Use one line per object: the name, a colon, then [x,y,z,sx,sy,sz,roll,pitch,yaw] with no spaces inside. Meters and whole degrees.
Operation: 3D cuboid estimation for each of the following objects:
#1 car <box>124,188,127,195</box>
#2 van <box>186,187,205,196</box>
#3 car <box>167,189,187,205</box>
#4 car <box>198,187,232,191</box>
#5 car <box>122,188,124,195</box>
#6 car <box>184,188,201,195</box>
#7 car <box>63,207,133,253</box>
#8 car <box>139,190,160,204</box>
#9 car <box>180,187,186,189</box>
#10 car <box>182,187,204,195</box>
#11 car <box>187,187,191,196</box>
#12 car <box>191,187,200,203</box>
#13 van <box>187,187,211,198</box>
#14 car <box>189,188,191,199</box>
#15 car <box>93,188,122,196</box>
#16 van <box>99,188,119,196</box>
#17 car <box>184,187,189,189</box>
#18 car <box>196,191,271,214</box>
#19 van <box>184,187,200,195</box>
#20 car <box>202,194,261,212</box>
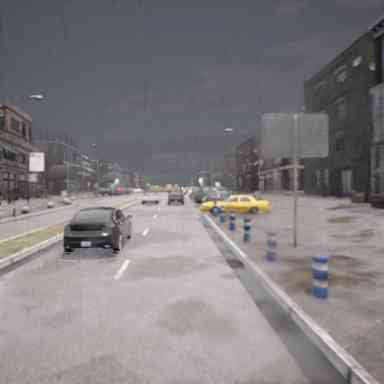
car: [-20.160,-0.064,84.797,5.566,2.045,2.435,0,1,-3]
van: [0.774,-0.102,80.376,4.442,1.987,1.878,0,1,-3]
car: [-1.820,0.677,38.183,1.837,1.490,4.892,0,1,-2]
car: [3.111,0.663,30.816,4.553,1.767,2.185,0,1,-3]
car: [-19.981,0.248,82.153,4.792,1.488,2.163,0,1,-3]
car: [0.137,-0.133,91.393,4.553,1.767,2.185,0,1,-3]
car: [-3.472,1.324,12.873,1.837,1.490,4.892,0,1,-3]
car: [-4.894,0.757,39.824,1.895,1.301,4.718,0,1,-3]
car: [-2.386,0.486,48.456,2.128,1.511,4.902,0,1,-3]
car: [0.215,-0.223,88.633,5.566,2.045,2.435,0,1,-3]
car: [2.183,0.424,50.085,5.008,1.535,2.097,0,1,-3]
car: [3.033,0.474,33.567,5.566,2.045,2.435,0,1,-3]
van: [1.369,0.047,63.840,4.442,1.987,1.878,0,0,-3]
car: [2.460,0.511,44.581,4.892,1.521,2.231,0,1,-3]
car: [-19.782,0.028,76.470,5.566,2.045,2.435,0,1,-3]
van: [-19.761,0.024,79.251,4.442,1.987,1.878,0,1,-3]
car: [1.733,0.071,58.340,5.566,2.045,2.435,0,1,-3]
car: [3.234,0.923,25.307,5.366,1.575,1.946,0,1,-3]
van: [-0.150,-0.269,94.138,4.442,1.987,1.878,0,1,-3]
car: [3.285,0.895,28.070,4.674,1.452,2.002,0,1,-3]
